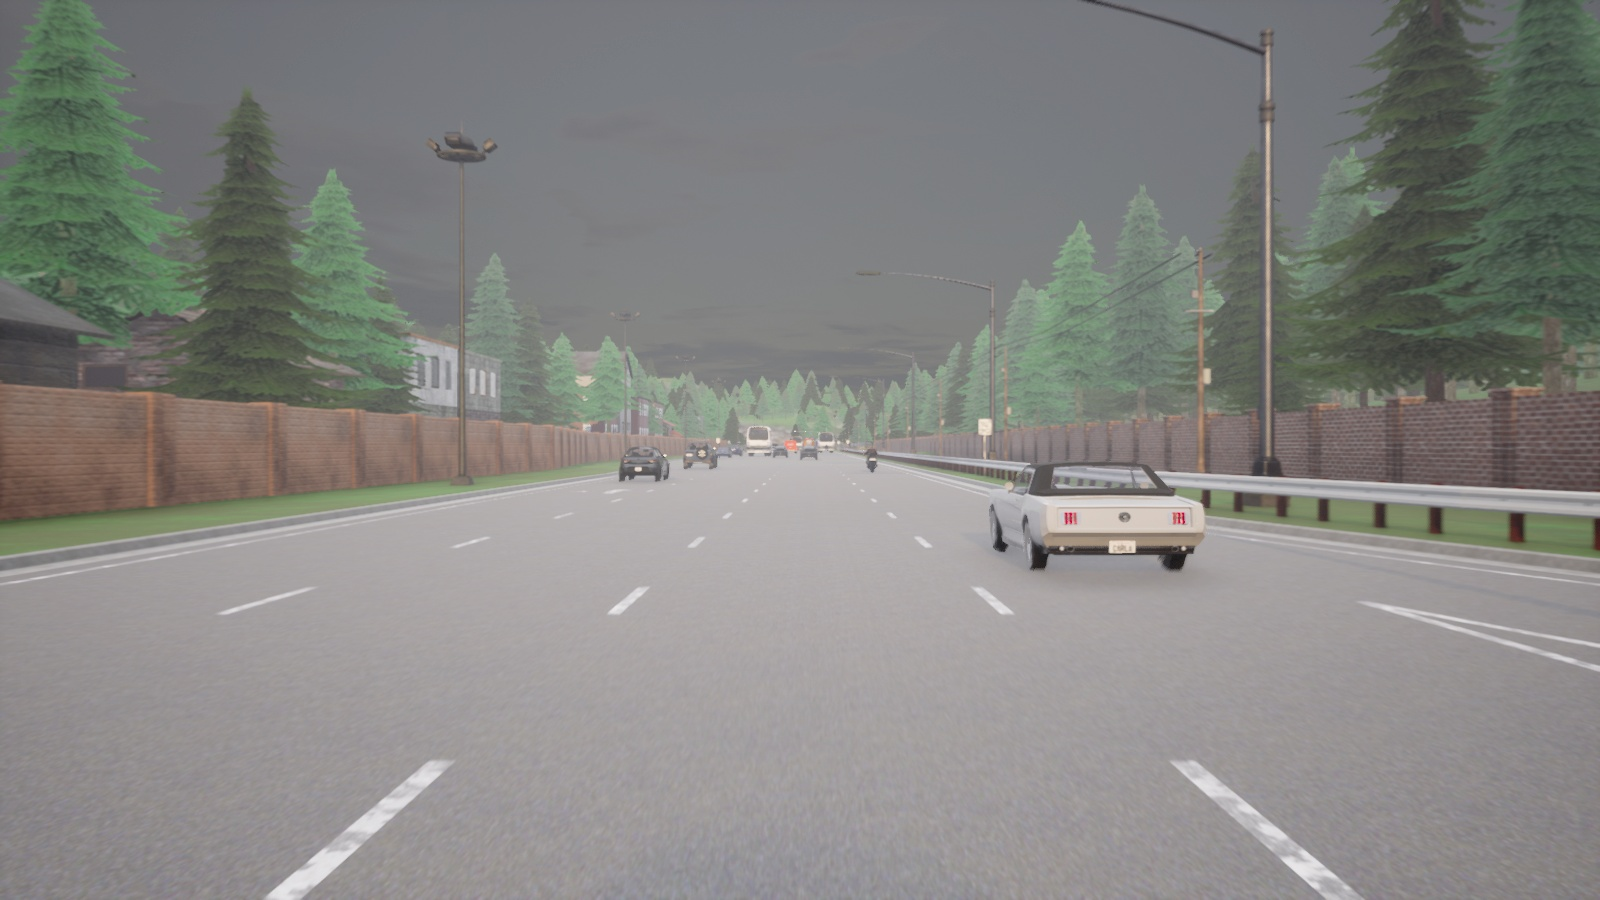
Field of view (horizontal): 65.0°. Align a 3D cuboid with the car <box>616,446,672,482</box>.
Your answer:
[{"bbox_3d":[-6.600,0.562,53.574,1.816,1.474,4.193,0,0,0],"label":"car"}]

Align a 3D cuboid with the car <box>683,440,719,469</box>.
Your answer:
[{"bbox_3d":[-6.399,0.264,81.255,1.932,1.855,4.605,0,0,0],"label":"car"}]

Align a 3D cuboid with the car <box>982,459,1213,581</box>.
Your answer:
[{"bbox_3d":[3.629,0.790,16.232,1.895,1.301,4.718,0,0,0],"label":"car"}]
